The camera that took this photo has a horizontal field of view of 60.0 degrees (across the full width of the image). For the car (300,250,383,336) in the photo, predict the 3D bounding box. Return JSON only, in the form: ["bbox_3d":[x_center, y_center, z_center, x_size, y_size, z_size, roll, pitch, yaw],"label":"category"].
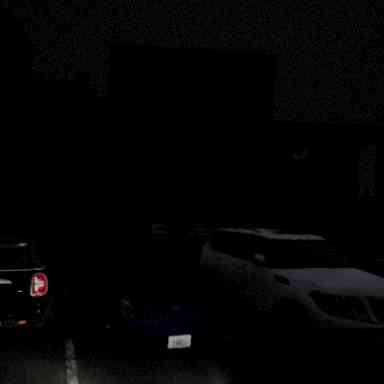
[{"bbox_3d":[4.928,2.312,7.449,2.163,1.488,4.792,5,-5,-22],"label":"car"}]

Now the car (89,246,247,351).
[{"bbox_3d":[-1.062,1.994,7.269,2.163,1.488,4.792,5,-5,-22],"label":"car"}]

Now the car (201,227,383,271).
[{"bbox_3d":[1.947,1.873,7.383,2.435,2.045,5.566,5,-5,-22],"label":"car"}]

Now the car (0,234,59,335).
[{"bbox_3d":[-4.062,1.681,7.181,2.185,1.767,4.553,4,-5,-22],"label":"car"}]

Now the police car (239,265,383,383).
[{"bbox_3d":[3.262,1.847,3.281,5.238,1.638,1.930,3,-4,-2],"label":"police car"}]
